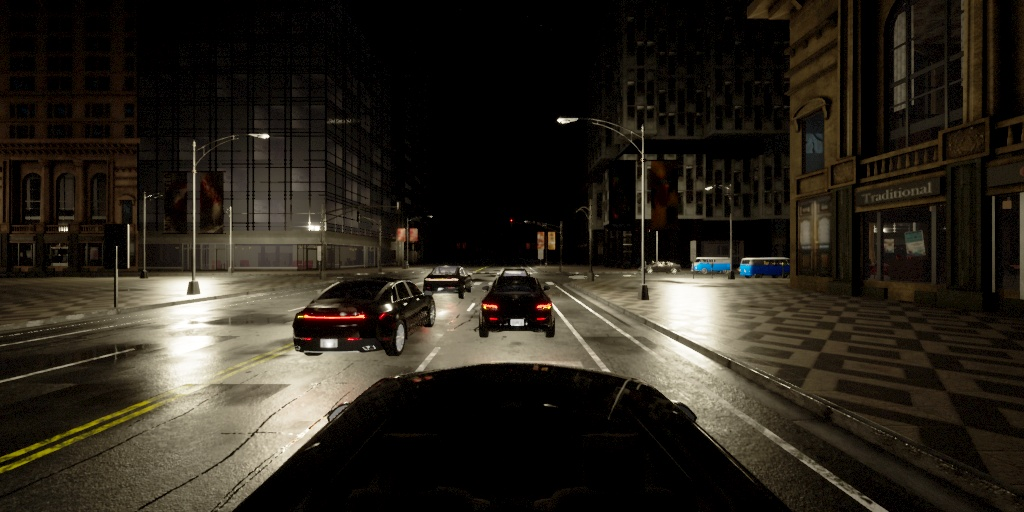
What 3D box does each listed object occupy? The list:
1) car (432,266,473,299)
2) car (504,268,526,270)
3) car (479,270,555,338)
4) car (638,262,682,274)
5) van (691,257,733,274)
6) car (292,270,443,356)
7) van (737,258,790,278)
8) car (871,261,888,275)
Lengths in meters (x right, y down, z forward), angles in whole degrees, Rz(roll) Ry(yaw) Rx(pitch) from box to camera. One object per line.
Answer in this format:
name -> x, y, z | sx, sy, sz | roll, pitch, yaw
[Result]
car -> -3.108, 1.241, 17.994 | 2.128, 1.511, 4.902 | 0, 0, 0
car -> 0.146, 1.314, 18.464 | 1.994, 1.385, 4.181 | 0, 0, 0
car -> 0.121, 1.276, 10.075 | 1.812, 1.442, 4.674 | 0, 0, 0
car -> 15.977, 1.263, 38.829 | 4.403, 1.370, 2.007 | 0, 0, 0
van -> 21.596, 1.042, 38.790 | 3.998, 1.789, 1.690 | 0, 0, 0
car -> -3.134, 1.255, 8.580 | 1.837, 1.490, 4.892 | 0, 0, 0
van -> 21.537, 1.032, 30.265 | 3.998, 1.789, 1.690 | 0, 0, 0
car -> 32.774, 1.251, 30.186 | 4.207, 1.307, 1.802 | 0, 0, 0
